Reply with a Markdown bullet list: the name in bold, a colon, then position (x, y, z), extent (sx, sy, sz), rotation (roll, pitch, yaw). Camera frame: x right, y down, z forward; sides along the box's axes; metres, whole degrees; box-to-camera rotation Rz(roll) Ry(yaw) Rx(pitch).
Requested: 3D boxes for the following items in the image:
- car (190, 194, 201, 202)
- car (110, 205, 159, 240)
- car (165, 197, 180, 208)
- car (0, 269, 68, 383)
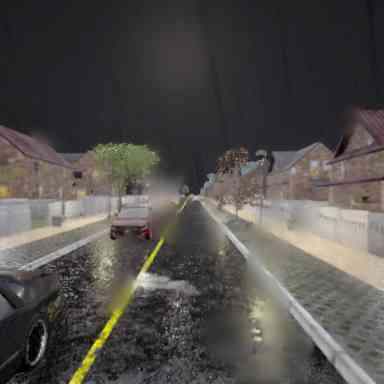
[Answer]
- **car**: position (0.959, 1.554, 75.179), extent (1.812, 1.442, 4.674), rotation (0, 0, 0)
- **car**: position (-2.813, 1.466, 17.071), extent (1.882, 1.535, 5.008), rotation (0, 0, 0)
- **car**: position (-2.831, 1.470, 49.090), extent (1.882, 1.535, 5.008), rotation (0, 0, 0)
- **car**: position (-2.849, 1.545, 2.886), extent (2.033, 1.411, 5.357), rotation (0, 0, 0)
